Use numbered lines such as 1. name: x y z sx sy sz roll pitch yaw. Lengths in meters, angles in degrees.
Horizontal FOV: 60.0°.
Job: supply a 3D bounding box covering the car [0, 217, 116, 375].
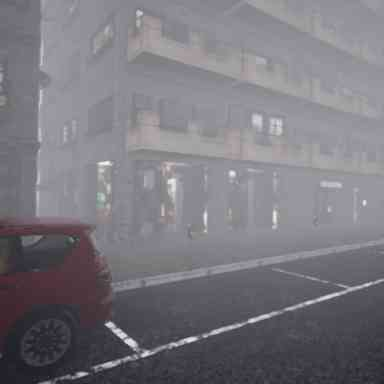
1. car: -3.432 1.313 4.089 5.009 1.841 2.192 0 1 -35
